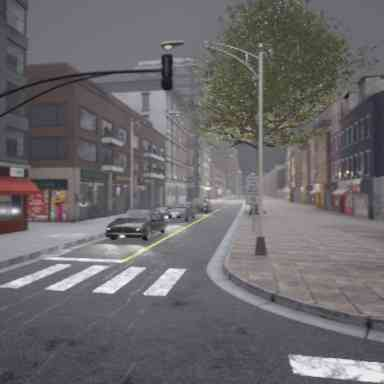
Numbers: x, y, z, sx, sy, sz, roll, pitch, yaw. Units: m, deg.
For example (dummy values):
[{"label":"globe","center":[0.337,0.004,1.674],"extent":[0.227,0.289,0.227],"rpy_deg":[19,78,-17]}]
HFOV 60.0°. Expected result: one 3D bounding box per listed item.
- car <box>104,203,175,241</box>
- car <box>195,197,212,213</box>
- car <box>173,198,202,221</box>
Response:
[{"label":"car","center":[-2.581,1.535,17.046],"extent":[2.033,1.411,5.357],"rpy_deg":[0,0,10]},{"label":"car","center":[0.896,1.339,36.461],"extent":[2.097,1.767,4.553],"rpy_deg":[0,0,10]},{"label":"car","center":[-0.863,1.478,26.653],"extent":[2.128,1.511,4.902],"rpy_deg":[0,0,10]}]
